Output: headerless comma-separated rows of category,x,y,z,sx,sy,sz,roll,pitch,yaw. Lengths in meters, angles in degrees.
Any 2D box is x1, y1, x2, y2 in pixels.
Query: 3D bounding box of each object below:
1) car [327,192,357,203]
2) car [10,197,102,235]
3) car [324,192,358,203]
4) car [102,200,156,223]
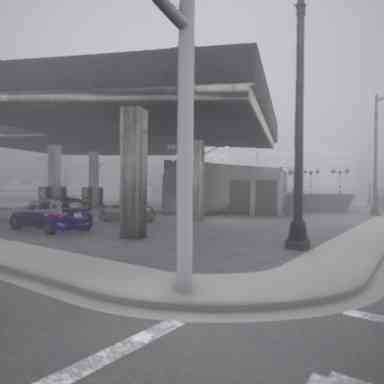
car,26.683,1.311,60.670,4.902,1.511,2.128,1,1,36
car,-6.985,1.091,16.480,4.611,1.667,2.242,1,1,36
car,28.445,1.040,63.712,5.566,2.045,2.150,1,1,36
car,-4.271,1.241,21.601,3.806,1.475,1.970,1,1,36
